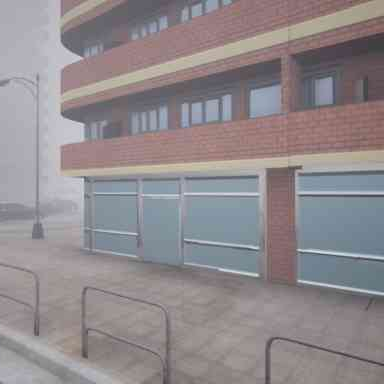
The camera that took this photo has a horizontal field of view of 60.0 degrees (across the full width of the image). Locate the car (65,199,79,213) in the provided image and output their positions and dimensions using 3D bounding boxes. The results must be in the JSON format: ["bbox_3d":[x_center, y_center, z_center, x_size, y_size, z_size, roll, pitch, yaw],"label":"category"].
[{"bbox_3d":[-14.453,1.505,35.485,1.837,1.490,4.892,0,0,36],"label":"car"}]

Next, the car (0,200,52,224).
[{"bbox_3d":[-13.391,1.506,24.744,1.837,1.490,4.892,0,0,36],"label":"car"}]

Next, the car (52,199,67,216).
[{"bbox_3d":[-14.169,1.601,29.949,1.895,1.301,4.718,0,0,36],"label":"car"}]
